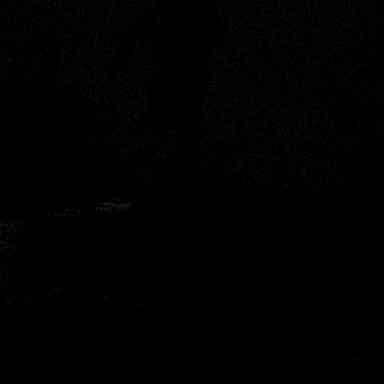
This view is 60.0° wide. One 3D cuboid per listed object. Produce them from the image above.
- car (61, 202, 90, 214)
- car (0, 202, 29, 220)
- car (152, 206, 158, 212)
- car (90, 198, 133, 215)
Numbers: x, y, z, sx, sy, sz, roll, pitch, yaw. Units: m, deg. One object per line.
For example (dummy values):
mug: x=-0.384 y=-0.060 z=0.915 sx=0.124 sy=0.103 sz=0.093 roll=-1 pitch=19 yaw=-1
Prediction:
car: x=-13.400 y=1.912 z=39.356 sx=1.994 sy=1.385 sz=4.181 roll=1 pitch=-2 yaw=21
car: x=-15.093 y=1.541 z=25.496 sx=1.895 sy=1.301 sz=4.718 roll=1 pitch=-1 yaw=21
car: x=-5.279 y=2.950 z=59.759 sx=2.033 sy=1.411 sz=5.357 roll=1 pitch=-3 yaw=22
car: x=-9.292 y=1.711 z=40.231 sx=2.150 sy=2.045 sz=5.566 roll=1 pitch=-3 yaw=22
